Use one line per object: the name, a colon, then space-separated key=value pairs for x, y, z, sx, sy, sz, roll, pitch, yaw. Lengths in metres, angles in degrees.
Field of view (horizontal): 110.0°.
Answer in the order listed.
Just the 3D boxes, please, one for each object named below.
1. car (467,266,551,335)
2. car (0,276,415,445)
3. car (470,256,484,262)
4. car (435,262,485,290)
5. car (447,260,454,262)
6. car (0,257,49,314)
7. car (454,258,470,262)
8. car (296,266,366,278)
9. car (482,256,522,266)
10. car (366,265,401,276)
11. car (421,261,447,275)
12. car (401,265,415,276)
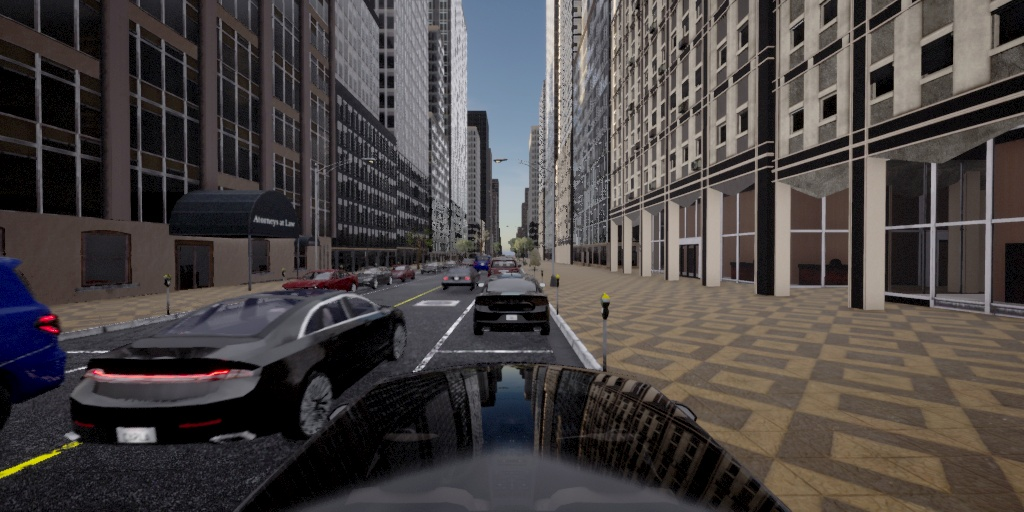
car: x=-0.006 y=1.226 z=10.502 sx=1.882 sy=1.535 sz=5.008 roll=0 pitch=0 yaw=0
car: x=-3.045 y=1.240 z=5.333 sx=2.128 sy=1.511 sz=4.902 roll=0 pitch=0 yaw=0
car: x=-3.146 y=0.964 z=40.970 sx=2.150 sy=2.045 sz=5.566 roll=0 pitch=0 yaw=0
car: x=-3.046 y=1.294 z=22.208 sx=2.033 sy=1.411 sz=5.357 roll=0 pitch=0 yaw=0
car: x=-8.837 y=1.291 z=50.940 sx=2.007 sy=1.370 sz=4.403 roll=0 pitch=0 yaw=0
car: x=-6.247 y=0.971 z=1.755 sx=2.150 sy=2.045 sz=5.566 roll=0 pitch=0 yaw=0
car: x=-6.147 y=1.092 z=49.072 sx=2.097 sy=1.767 sz=4.553 roll=0 pitch=0 yaw=0
car: x=-8.837 y=1.292 z=16.839 sx=1.888 sy=1.381 sz=4.507 roll=0 pitch=0 yaw=0
car: x=-0.457 y=1.061 z=22.523 sx=2.192 sy=1.841 sz=5.009 roll=0 pitch=0 yaw=0
car: x=-8.838 y=1.297 z=22.523 sx=2.007 sy=1.370 sz=4.403 roll=0 pitch=0 yaw=0
car: x=-8.837 y=1.294 z=39.574 sx=2.007 sy=1.370 sz=4.403 roll=0 pitch=0 yaw=0
car: x=-8.837 y=1.327 z=28.206 sx=1.802 sy=1.307 sz=4.207 roll=0 pitch=0 yaw=0
